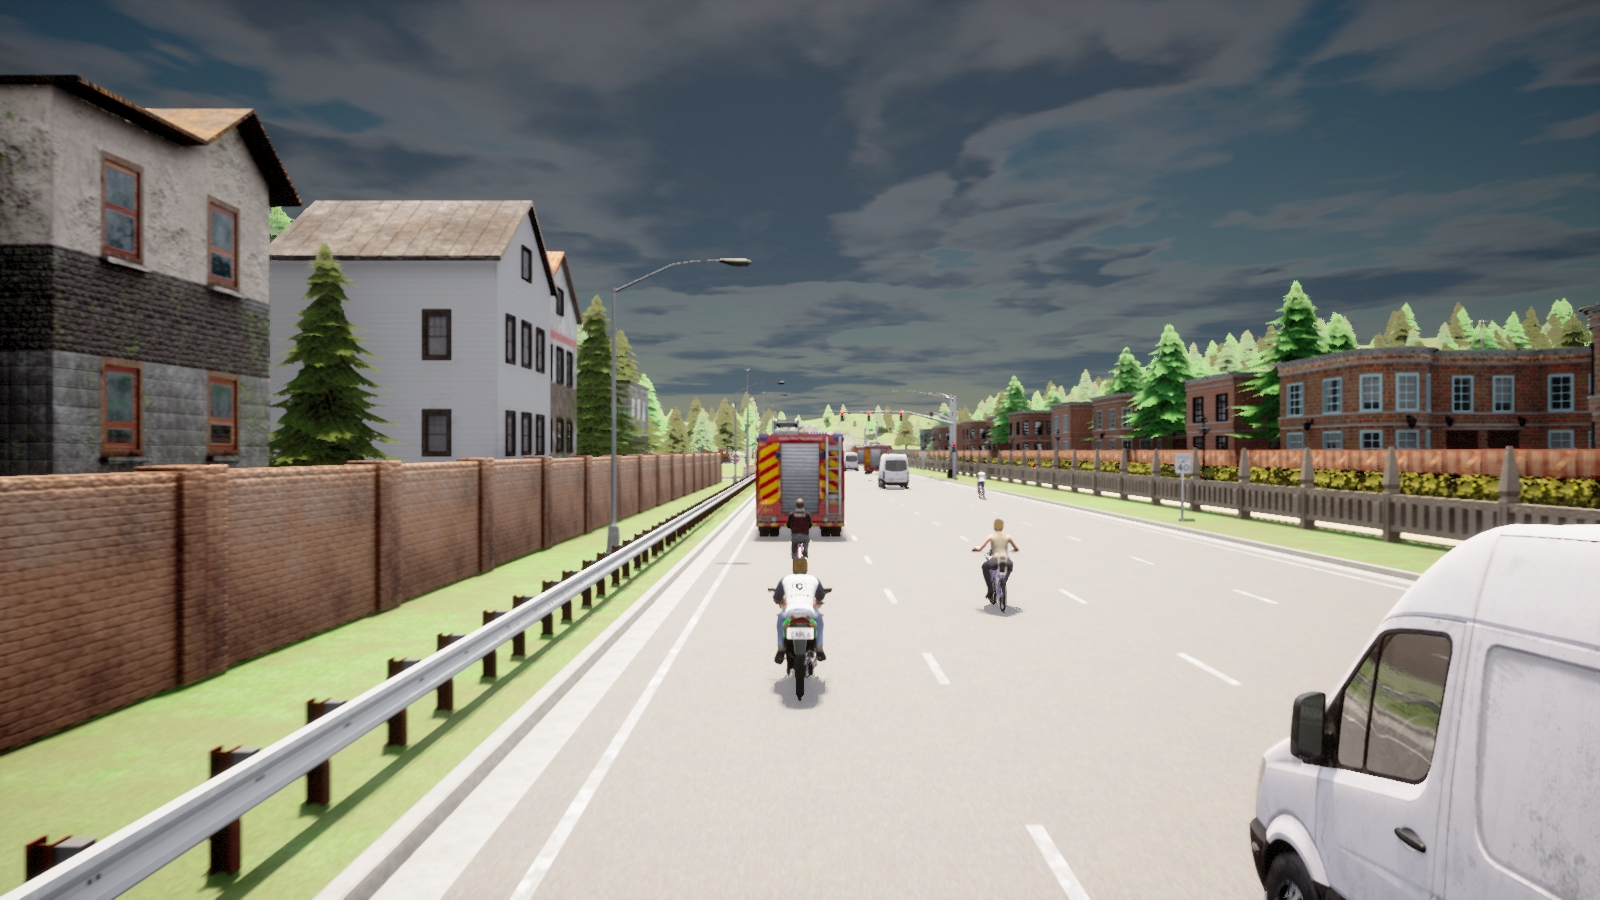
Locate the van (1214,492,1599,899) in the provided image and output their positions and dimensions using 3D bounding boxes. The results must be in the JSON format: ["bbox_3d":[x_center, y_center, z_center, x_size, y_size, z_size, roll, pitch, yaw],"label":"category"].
[{"bbox_3d":[3.497,1.538,3.957,1.988,2.561,5.915,0,0,0],"label":"van"}]

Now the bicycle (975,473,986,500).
[{"bbox_3d":[10.497,2.099,66.327,0.373,1.496,1.643,0,0,0],"label":"bicycle"}]

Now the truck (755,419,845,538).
[{"bbox_3d":[-0.007,0.917,40.750,2.891,3.827,8.468,0,0,0],"label":"truck"}]

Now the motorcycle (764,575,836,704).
[{"bbox_3d":[-0.001,2.196,13.613,0.803,1.199,2.033,0,0,0],"label":"motorcycle"}]

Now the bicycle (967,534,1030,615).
[{"bbox_3d":[3.499,2.172,20.233,0.859,1.277,1.487,0,0,0],"label":"bicycle"}]

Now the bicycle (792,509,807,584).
[{"bbox_3d":[-0.008,2.077,24.928,0.329,1.471,1.835,0,0,0],"label":"bicycle"}]
